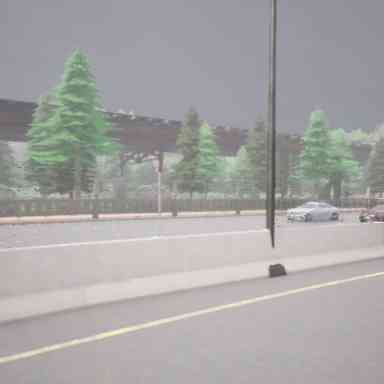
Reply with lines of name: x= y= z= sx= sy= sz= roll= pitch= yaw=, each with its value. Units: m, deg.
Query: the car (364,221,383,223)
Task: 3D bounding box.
car: x=14.375 y=1.572 z=24.446 sx=4.674 sy=1.442 sz=1.812 roll=1 pitch=0 yaw=-29
